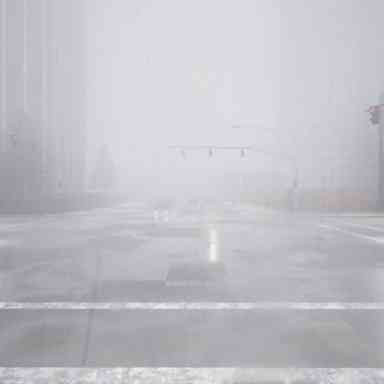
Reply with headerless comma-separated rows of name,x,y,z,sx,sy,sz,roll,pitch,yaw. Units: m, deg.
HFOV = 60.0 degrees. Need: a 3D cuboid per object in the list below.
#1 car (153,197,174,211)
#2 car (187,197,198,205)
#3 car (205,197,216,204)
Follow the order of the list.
car,-3.577,1.564,40.754,1.994,1.385,4.181,0,0,0
car,0.133,1.601,60.456,1.895,1.301,4.718,0,0,0
car,3.535,1.601,64.979,1.895,1.301,4.718,0,0,0
